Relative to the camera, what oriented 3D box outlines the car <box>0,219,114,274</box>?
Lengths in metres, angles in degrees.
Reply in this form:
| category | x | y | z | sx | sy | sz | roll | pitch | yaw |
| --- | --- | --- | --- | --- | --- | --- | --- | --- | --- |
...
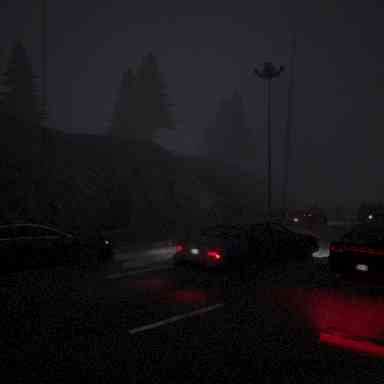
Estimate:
| category | x | y | z | sx | sy | sz | roll | pitch | yaw |
| --- | --- | --- | --- | --- | --- | --- | --- | --- | --- |
| car | -4.644 | 1.523 | 9.290 | 4.902 | 1.511 | 2.128 | 0 | 0 | -38 |

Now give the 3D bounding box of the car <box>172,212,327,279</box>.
| category | x | y | z | sx | sy | sz | roll | pitch | yaw |
| --- | --- | --- | --- | --- | --- | --- | --- | --- | --- |
| car | 1.879 | 1.564 | 10.191 | 5.357 | 1.411 | 2.033 | 0 | 0 | -44 |

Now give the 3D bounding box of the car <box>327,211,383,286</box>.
| category | x | y | z | sx | sy | sz | roll | pitch | yaw |
| --- | --- | --- | --- | --- | --- | --- | --- | --- | --- |
| car | 5.481 | 1.483 | 8.924 | 5.008 | 1.535 | 1.882 | 0 | 0 | -44 |

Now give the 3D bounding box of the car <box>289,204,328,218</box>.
| category | x | y | z | sx | sy | sz | roll | pitch | yaw |
| --- | --- | --- | --- | --- | --- | --- | --- | --- | --- |
| car | 7.761 | 1.552 | 22.442 | 1.812 | 1.442 | 4.674 | 0 | 0 | 35 |

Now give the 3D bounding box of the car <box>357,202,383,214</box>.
| category | x | y | z | sx | sy | sz | roll | pitch | yaw |
| --- | --- | --- | --- | --- | --- | --- | --- | --- | --- |
| car | 13.945 | 1.522 | 25.798 | 1.837 | 1.490 | 4.892 | 0 | 0 | 30 |
